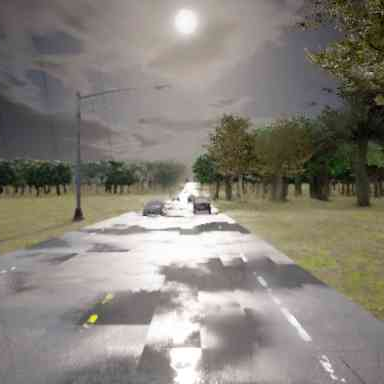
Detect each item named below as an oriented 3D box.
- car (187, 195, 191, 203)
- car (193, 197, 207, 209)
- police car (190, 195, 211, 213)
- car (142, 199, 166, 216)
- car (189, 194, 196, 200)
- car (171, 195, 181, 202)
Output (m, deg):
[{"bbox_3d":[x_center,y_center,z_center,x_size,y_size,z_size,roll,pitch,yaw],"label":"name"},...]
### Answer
[{"bbox_3d":[0.024,1.432,70.631,2.097,1.767,4.553,0,0,0],"label":"car"},{"bbox_3d":[1.066,1.482,46.596,1.882,1.535,5.008,0,0,0],"label":"car"},{"bbox_3d":[1.062,1.411,36.704,1.930,1.638,5.238,0,0,0],"label":"police car"},{"bbox_3d":[-3.583,1.486,32.120,1.837,1.490,4.892,0,0,0],"label":"car"},{"bbox_3d":[0.031,1.439,89.227,1.882,1.535,5.008,0,0,0],"label":"car"},{"bbox_3d":[-3.475,1.440,72.700,2.128,1.511,4.902,0,0,0],"label":"car"}]
